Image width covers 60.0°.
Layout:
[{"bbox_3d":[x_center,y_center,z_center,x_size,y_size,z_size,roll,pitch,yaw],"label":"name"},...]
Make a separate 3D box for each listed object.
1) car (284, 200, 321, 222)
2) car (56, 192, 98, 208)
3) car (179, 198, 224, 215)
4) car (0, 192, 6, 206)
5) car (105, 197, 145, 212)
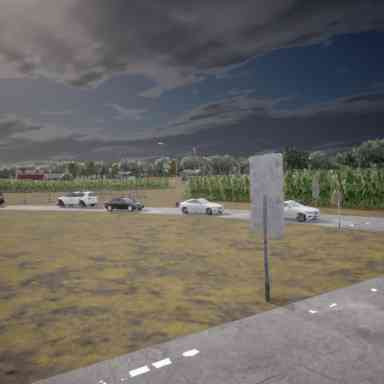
[{"bbox_3d":[7.330,1.361,25.196,1.812,1.442,4.674,-3,2,-42],"label":"car"},{"bbox_3d":[-15.174,0.999,43.912,5.566,2.045,2.150,0,2,19],"label":"car"},{"bbox_3d":[0.848,1.340,31.588,4.674,1.442,1.812,0,2,39],"label":"car"},{"bbox_3d":[-29.247,1.025,46.774,5.566,2.045,2.150,0,1,5],"label":"car"},{"bbox_3d":[-7.566,1.351,37.287,4.892,1.490,1.837,0,2,28],"label":"car"}]
